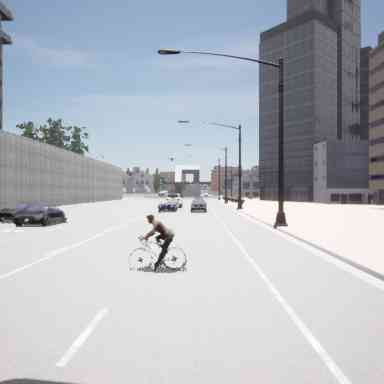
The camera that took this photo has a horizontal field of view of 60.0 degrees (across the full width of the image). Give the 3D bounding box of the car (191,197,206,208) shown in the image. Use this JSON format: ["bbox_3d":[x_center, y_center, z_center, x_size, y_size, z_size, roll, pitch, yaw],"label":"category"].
[{"bbox_3d":[0.963,1.547,49.013,2.033,1.411,5.357,0,0,2],"label":"car"}]

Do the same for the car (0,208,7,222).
[{"bbox_3d":[-13.520,1.551,26.671,2.033,1.411,5.357,0,0,1],"label":"car"}]

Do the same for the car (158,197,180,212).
[{"bbox_3d":[-2.721,1.601,38.247,1.895,1.301,4.718,0,0,1],"label":"car"}]

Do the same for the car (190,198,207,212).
[{"bbox_3d":[0.786,1.547,38.392,2.033,1.411,5.357,0,0,1],"label":"car"}]

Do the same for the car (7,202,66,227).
[{"bbox_3d":[-10.188,1.564,22.564,1.994,1.385,4.181,0,0,1],"label":"car"}]

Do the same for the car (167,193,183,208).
[{"bbox_3d":[-2.557,1.221,48.062,2.150,2.045,5.566,0,0,1],"label":"car"}]

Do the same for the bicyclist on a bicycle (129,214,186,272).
[{"bbox_3d":[-0.993,1.454,9.427,1.656,1.620,0.582,-2,0,1],"label":"bicyclist on a bicycle"}]
